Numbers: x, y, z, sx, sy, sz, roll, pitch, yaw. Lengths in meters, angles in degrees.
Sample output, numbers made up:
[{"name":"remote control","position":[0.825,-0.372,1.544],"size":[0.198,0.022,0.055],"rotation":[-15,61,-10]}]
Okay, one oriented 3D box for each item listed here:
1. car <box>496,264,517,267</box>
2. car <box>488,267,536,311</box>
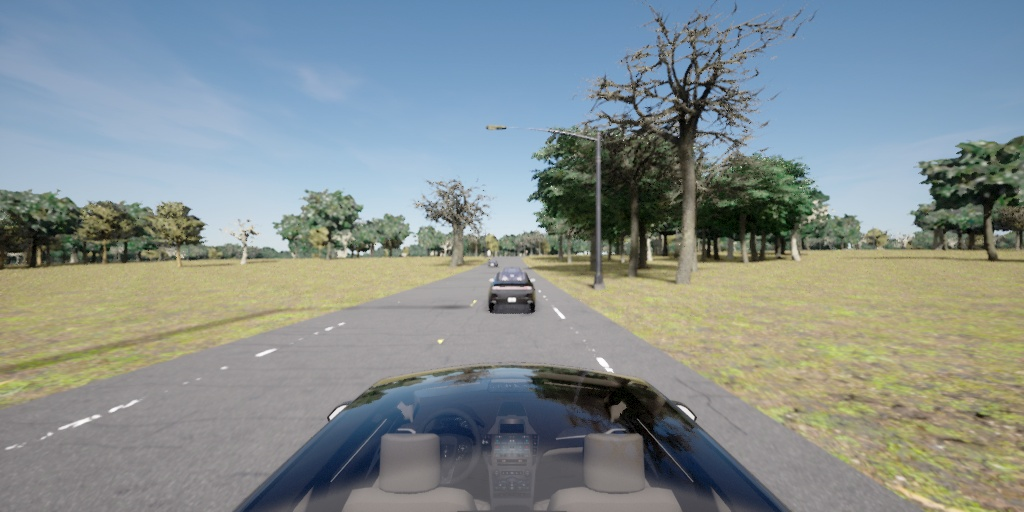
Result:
[{"name":"car","position":[0.000,1.552,29.359],"size":[2.033,1.411,5.357],"rotation":[0,0,0]},{"name":"car","position":[0.013,1.391,15.343],"size":[2.128,1.511,4.902],"rotation":[0,0,0]}]
